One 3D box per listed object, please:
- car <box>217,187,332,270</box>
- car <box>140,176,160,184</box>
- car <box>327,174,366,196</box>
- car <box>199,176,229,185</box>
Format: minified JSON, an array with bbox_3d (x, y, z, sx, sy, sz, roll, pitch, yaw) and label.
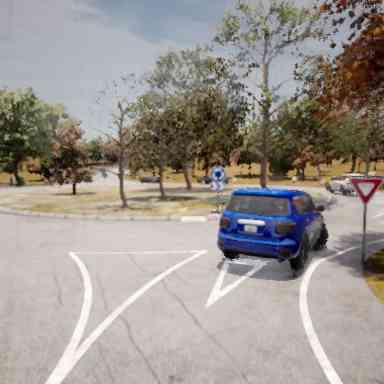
[{"bbox_3d":[2.718,0.930,10.362,2.150,2.045,5.566,3,3,29],"label":"car"},{"bbox_3d":[-7.174,-2.183,58.238,4.181,1.385,1.994,3,5,36],"label":"car"},{"bbox_3d":[15.444,-0.758,33.177,2.150,2.045,5.566,1,3,2],"label":"car"},{"bbox_3d":[3.503,-1.916,53.725,4.892,1.490,1.837,2,4,21],"label":"car"}]
